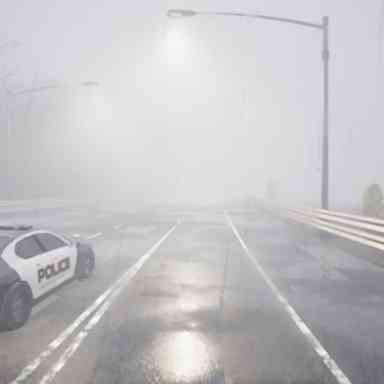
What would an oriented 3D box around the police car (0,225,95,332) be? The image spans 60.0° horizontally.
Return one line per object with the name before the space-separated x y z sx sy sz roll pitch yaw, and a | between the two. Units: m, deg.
police car | -3.616 1.452 6.892 2.038 1.542 4.974 0 0 4
